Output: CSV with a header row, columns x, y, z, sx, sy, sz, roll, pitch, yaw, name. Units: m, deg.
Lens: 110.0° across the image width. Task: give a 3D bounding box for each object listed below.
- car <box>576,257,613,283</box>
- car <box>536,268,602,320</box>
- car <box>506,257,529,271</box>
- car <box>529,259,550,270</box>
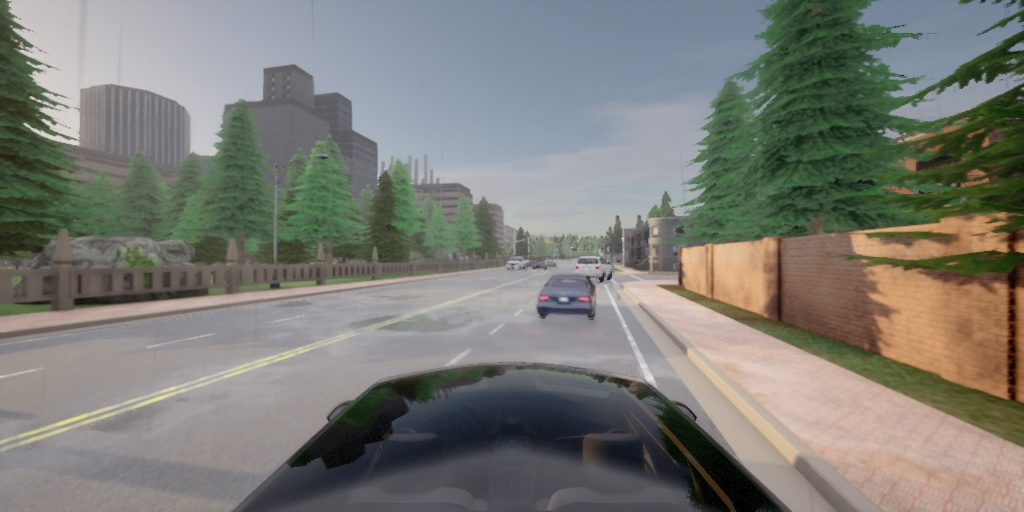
x,y,z,sx,sy,sz,roll,pitch,yaw,name
6.891,1.068,29.902,2.150,2.045,5.566,-1,0,26,car
2.095,1.336,12.997,2.033,1.411,5.357,0,0,13,car
0.631,1.153,55.370,2.150,2.045,5.566,0,0,13,car
4.359,1.499,55.970,1.994,1.385,4.181,0,0,13,car
